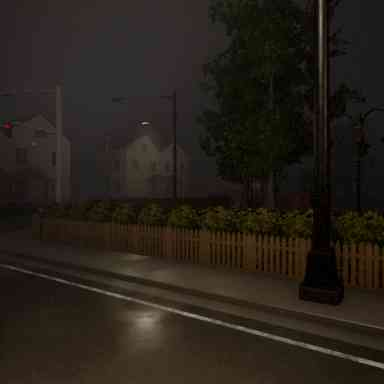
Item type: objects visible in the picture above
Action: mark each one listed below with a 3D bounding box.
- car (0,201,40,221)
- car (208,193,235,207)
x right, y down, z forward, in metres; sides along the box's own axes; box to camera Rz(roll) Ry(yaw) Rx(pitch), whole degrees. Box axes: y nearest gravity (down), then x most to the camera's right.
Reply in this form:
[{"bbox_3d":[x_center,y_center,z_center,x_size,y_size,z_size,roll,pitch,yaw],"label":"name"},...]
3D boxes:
[{"bbox_3d":[-14.815,1.524,27.828,1.812,1.442,4.674,0,0,35],"label":"car"},{"bbox_3d":[4.256,1.221,48.838,2.150,2.045,5.566,0,0,35],"label":"car"}]
